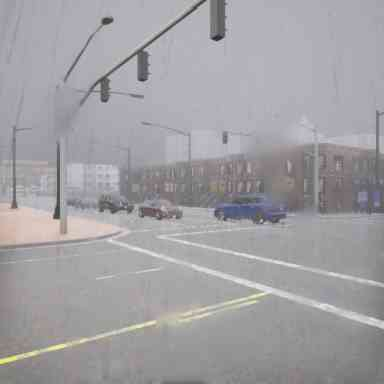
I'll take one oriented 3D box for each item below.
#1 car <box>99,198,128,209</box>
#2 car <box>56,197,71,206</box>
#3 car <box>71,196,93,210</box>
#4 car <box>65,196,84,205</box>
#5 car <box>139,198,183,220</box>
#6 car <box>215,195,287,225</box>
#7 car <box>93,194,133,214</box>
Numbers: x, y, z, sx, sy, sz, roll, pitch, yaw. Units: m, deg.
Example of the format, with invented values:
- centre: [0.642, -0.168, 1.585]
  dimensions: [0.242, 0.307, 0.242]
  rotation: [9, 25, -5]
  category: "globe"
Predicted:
- centre: [-10.924, 1.547, 46.034]
  dimensions: [2.033, 1.411, 5.357]
  rotation: [0, 0, -36]
  category: "car"
- centre: [-20.014, 1.564, 52.429]
  dimensions: [1.994, 1.385, 4.181]
  rotation: [0, 0, -35]
  category: "car"
- centre: [-14.213, 1.526, 44.300]
  dimensions: [1.812, 1.442, 4.674]
  rotation: [0, 0, -35]
  category: "car"
- centre: [-21.481, 1.505, 60.721]
  dimensions: [1.837, 1.490, 4.892]
  rotation: [0, 0, -36]
  category: "car"
- centre: [-2.709, 1.352, 28.266]
  dimensions: [2.097, 1.767, 4.553]
  rotation: [0, 0, -35]
  category: "car"
- centre: [4.188, 1.221, 24.260]
  dimensions: [2.150, 2.045, 5.566]
  rotation: [-2, 1, -43]
  category: "car"
- centre: [-8.422, 1.221, 36.205]
  dimensions: [2.150, 2.045, 5.566]
  rotation: [0, 0, -36]
  category: "car"
